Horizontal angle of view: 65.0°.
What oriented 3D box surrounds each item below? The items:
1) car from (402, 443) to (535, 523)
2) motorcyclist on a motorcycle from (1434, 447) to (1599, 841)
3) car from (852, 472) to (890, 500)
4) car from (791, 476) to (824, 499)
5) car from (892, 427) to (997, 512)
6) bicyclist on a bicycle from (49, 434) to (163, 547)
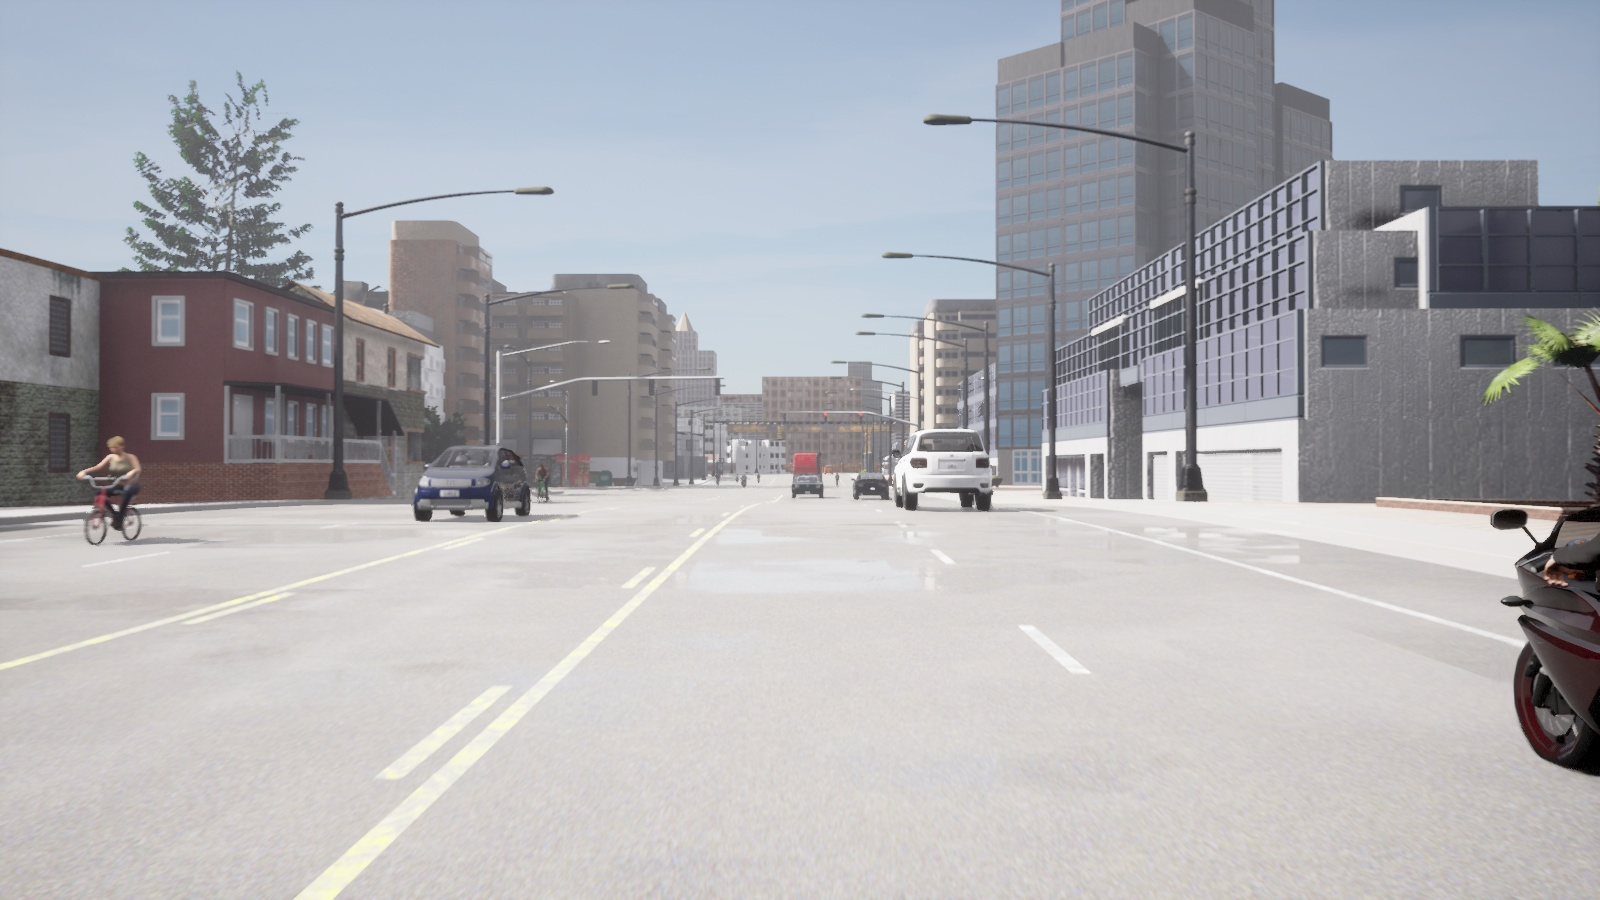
[{"bbox_3d":[-6.833,0.672,26.249,1.789,1.549,3.705,0,-1,0],"label":"car"},{"bbox_3d":[3.548,0.757,5.081,0.866,1.530,2.191,0,0,0],"label":"motorcyclist on a motorcycle"},{"bbox_3d":[3.922,1.988,70.204,1.882,1.535,5.008,0,-1,0],"label":"car"},{"bbox_3d":[0.437,2.154,73.189,1.895,1.301,4.718,0,-1,0],"label":"car"},{"bbox_3d":[3.709,0.540,33.212,2.150,2.045,5.566,0,-1,0],"label":"car"},{"bbox_3d":[-10.365,0.581,18.820,0.866,1.612,1.509,0,0,1],"label":"bicyclist on a bicycle"}]
